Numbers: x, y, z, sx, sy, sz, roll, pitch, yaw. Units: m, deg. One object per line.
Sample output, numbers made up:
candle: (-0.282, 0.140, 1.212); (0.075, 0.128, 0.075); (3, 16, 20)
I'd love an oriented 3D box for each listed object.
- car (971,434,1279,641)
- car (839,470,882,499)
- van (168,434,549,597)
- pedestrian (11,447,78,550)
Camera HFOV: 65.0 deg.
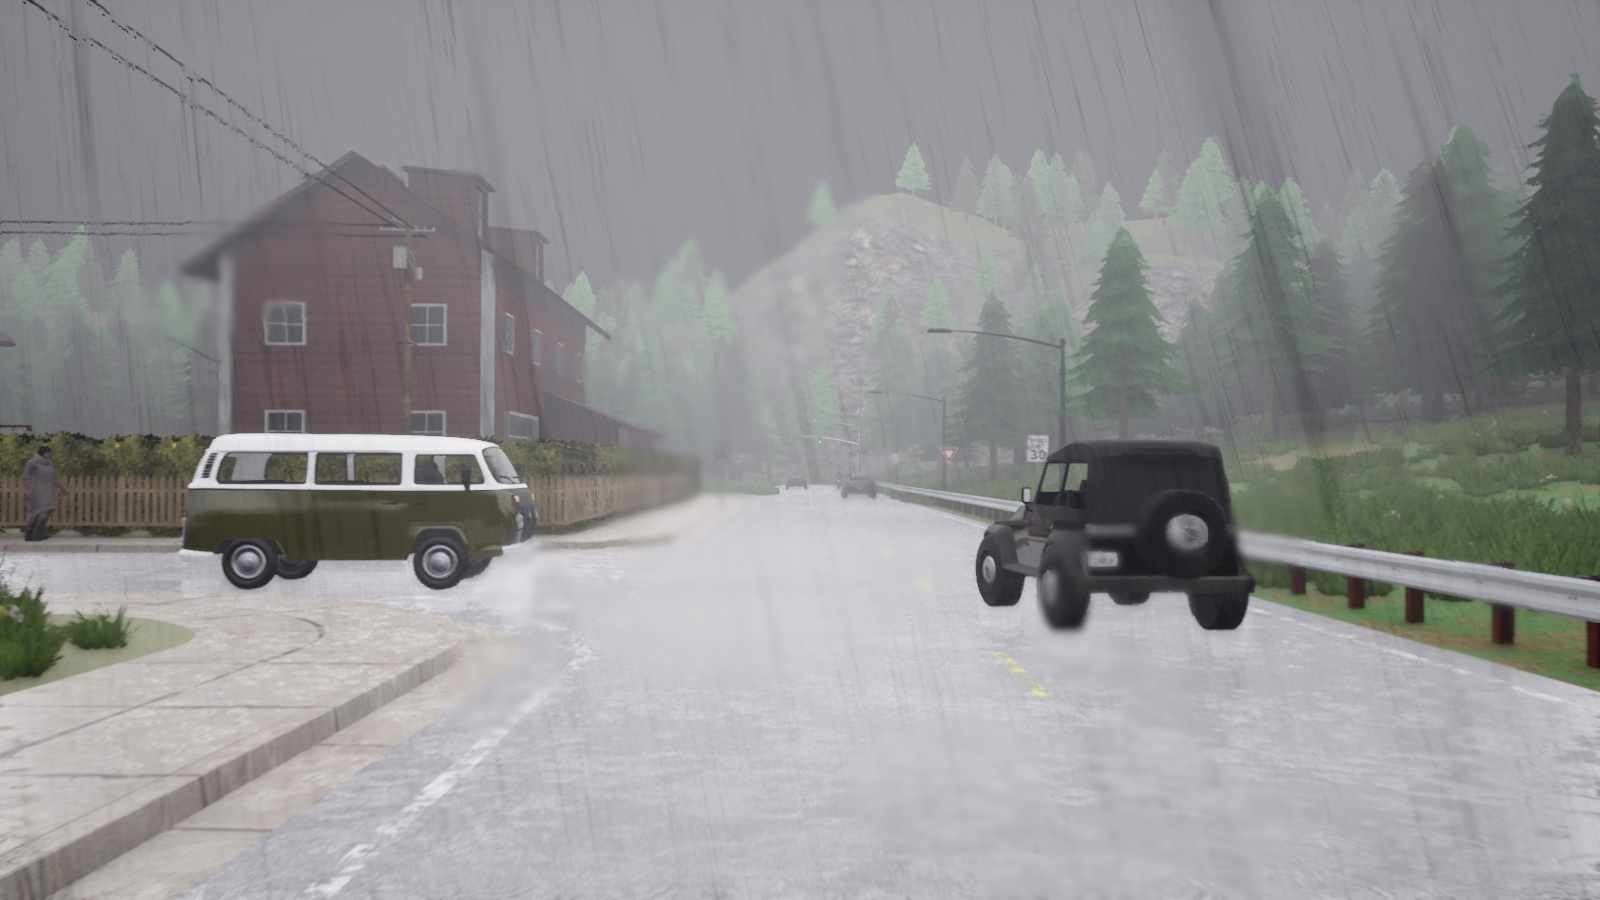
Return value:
car: (3.258, 0.822, 13.443); (1.905, 1.878, 3.866); (0, -1, -7)
car: (3.333, 1.903, 69.921); (2.128, 1.511, 4.902); (0, -1, 0)
van: (-5.849, 0.849, 17.116); (4.480, 2.038, 2.069); (0, -1, -2)
pedestrian: (-14.542, 0.932, 24.193); (0.873, 1.952, 0.659); (0, -1, 3)
